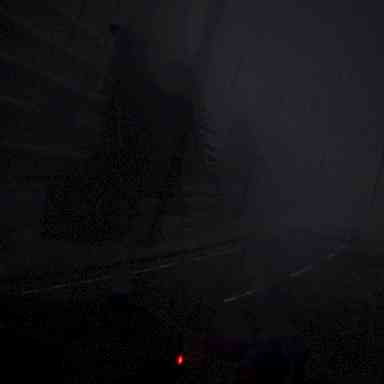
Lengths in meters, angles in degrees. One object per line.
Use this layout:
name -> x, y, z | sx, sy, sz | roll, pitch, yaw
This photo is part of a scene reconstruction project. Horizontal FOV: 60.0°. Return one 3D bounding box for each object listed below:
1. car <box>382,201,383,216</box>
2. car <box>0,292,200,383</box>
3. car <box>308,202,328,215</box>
car -> 19.341, 1.388, 31.095 | 2.150, 2.045, 5.566 | 0, 0, 21
car -> -2.495, 1.567, 2.237 | 5.357, 1.411, 2.033 | 0, 0, -36
car -> 13.716, 1.819, 36.208 | 1.994, 1.385, 4.181 | 0, 0, 21
